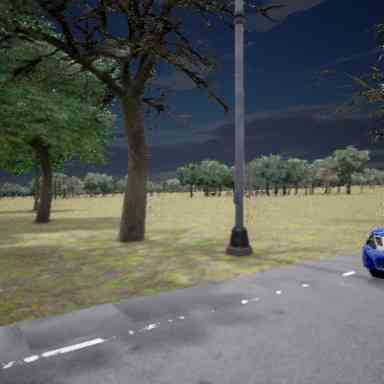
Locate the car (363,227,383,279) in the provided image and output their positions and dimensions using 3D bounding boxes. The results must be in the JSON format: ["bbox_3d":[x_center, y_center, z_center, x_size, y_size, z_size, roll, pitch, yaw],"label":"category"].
[{"bbox_3d":[6.852,1.198,8.880,5.566,2.045,2.150,0,0,-35],"label":"car"}]
